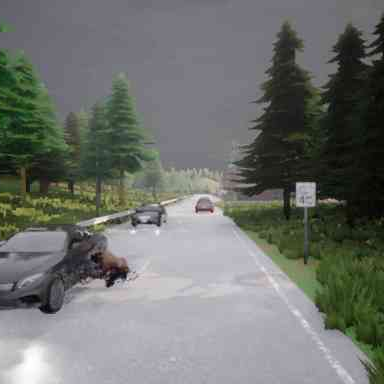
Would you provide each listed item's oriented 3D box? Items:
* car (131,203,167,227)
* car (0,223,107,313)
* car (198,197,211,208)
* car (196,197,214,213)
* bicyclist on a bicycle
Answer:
[{"bbox_3d":[-2.800,1.492,22.557,2.128,1.511,4.902,0,0,2],"label":"car"},{"bbox_3d":[-3.363,1.518,7.820,1.812,1.442,4.674,0,0,3],"label":"car"},{"bbox_3d":[1.798,1.504,48.557,1.837,1.490,4.892,0,0,3],"label":"car"},{"bbox_3d":[1.415,1.564,37.486,1.994,1.385,4.181,0,0,2],"label":"car"},{"bbox_3d":[-1.872,1.646,7.010,1.656,0.582,1.620,2,-33,-19],"label":"bicyclist on a bicycle"}]
